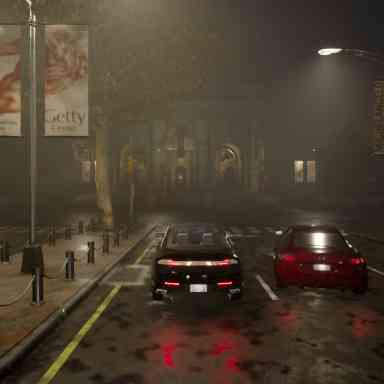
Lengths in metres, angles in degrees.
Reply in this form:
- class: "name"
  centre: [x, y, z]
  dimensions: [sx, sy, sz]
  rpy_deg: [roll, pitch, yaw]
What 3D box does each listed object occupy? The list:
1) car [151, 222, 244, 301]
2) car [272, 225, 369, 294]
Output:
- class: "car"
  centre: [0.078, 1.492, 8.322]
  dimensions: [2.128, 1.511, 4.902]
  rpy_deg: [0, 0, -1]
- class: "car"
  centre: [3.250, 1.564, 8.974]
  dimensions: [1.994, 1.385, 4.181]
  rpy_deg: [0, 0, 14]
